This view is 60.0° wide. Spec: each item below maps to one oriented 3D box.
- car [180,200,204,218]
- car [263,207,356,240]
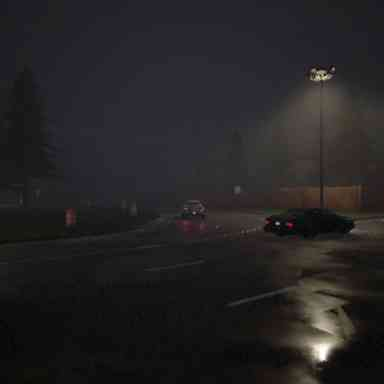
[{"bbox_3d":[-0.011,1.436,28.807,1.812,1.442,4.674,0,0,-5],"label":"car"},{"bbox_3d":[5.934,1.470,16.577,5.357,1.411,2.033,0,0,-35],"label":"car"}]
